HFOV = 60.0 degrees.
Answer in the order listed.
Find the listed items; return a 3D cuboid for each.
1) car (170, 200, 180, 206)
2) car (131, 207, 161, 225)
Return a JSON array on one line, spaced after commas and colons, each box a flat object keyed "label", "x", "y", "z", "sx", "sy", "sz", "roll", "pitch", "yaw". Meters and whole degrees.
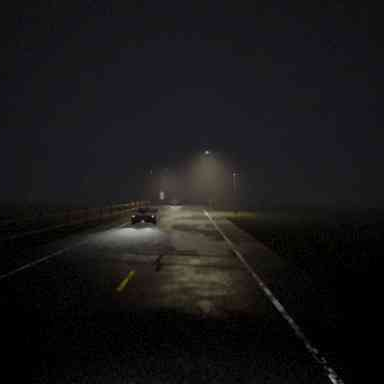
[{"label": "car", "x": -3.415, "y": 2.249, "z": 68.284, "sx": 1.994, "sy": 1.385, "sz": 4.181, "roll": 0, "pitch": -1, "yaw": 0}, {"label": "car", "x": -3.565, "y": 1.867, "z": 26.388, "sx": 1.895, "sy": 1.301, "sz": 4.718, "roll": 0, "pitch": -1, "yaw": 0}]
